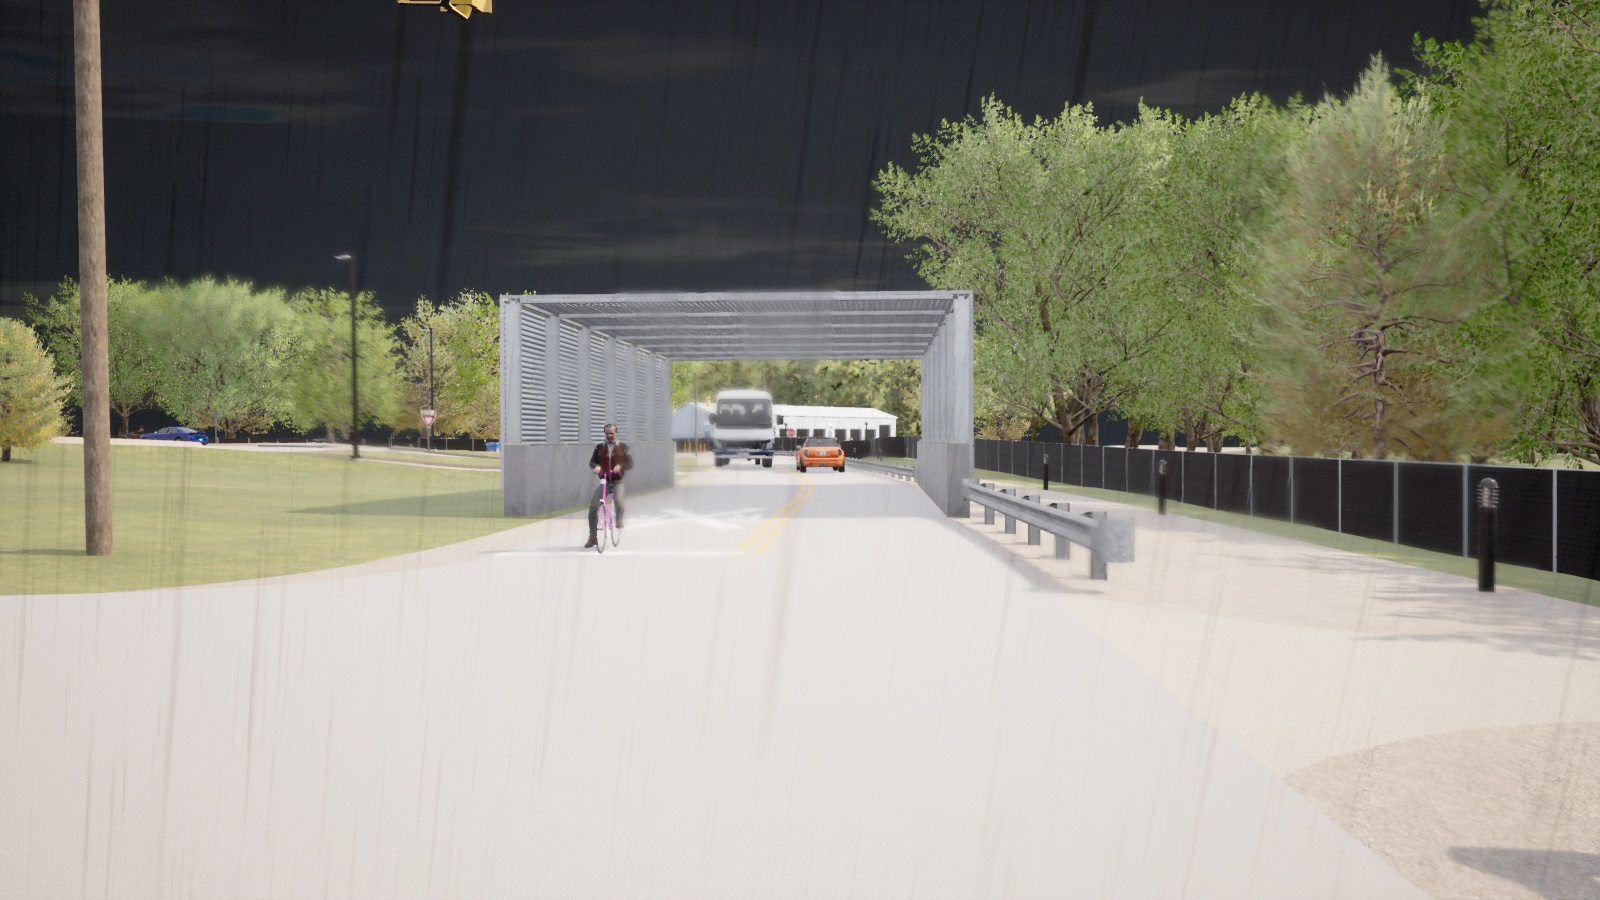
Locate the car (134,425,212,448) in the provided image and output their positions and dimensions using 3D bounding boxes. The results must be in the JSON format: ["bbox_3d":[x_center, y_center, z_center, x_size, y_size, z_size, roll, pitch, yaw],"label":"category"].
[{"bbox_3d":[-43.353,-0.926,86.859,5.008,1.535,1.882,0,-2,21],"label":"car"}]

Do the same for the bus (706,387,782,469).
[{"bbox_3d":[-3.214,-1.190,70.624,3.944,4.253,10.273,0,0,-3],"label":"bus"}]

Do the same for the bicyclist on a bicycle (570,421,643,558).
[{"bbox_3d":[-2.633,0.512,17.259,0.659,1.776,1.843,0,0,2],"label":"bicyclist on a bicycle"}]

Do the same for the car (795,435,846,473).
[{"bbox_3d":[0.937,0.168,60.558,2.097,1.767,4.553,0,0,-3],"label":"car"}]
